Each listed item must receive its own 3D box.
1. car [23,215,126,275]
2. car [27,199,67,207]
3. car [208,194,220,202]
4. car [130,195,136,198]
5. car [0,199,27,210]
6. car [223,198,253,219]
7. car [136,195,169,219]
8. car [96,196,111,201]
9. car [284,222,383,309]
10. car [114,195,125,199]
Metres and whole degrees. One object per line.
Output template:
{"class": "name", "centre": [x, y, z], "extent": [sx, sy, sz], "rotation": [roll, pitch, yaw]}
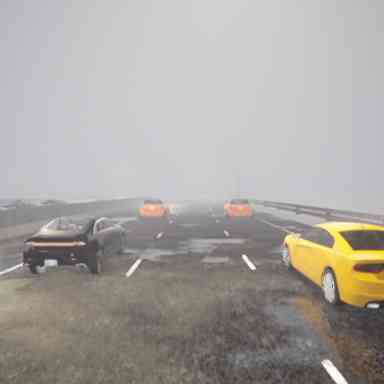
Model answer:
{"class": "car", "centre": [-3.351, 1.470, 10.360], "extent": [2.128, 1.511, 4.902], "rotation": [0, 0, 0]}
{"class": "car", "centre": [-13.750, 1.458, 32.482], "extent": [1.837, 1.490, 4.892], "rotation": [0, 0, 1]}
{"class": "car", "centre": [5.272, 1.328, 76.499], "extent": [2.097, 1.767, 4.553], "rotation": [0, 0, 3]}
{"class": "car", "centre": [-12.404, 1.483, 72.863], "extent": [2.128, 1.511, 4.902], "rotation": [0, 0, 2]}
{"class": "car", "centre": [-17.242, 1.444, 32.859], "extent": [2.128, 1.511, 4.902], "rotation": [0, 0, 1]}
{"class": "car", "centre": [3.871, 1.309, 28.423], "extent": [2.097, 1.767, 4.553], "rotation": [0, 0, 1]}
{"class": "car", "centre": [-3.131, 1.308, 28.387], "extent": [2.097, 1.767, 4.553], "rotation": [0, 0, 1]}
{"class": "car", "centre": [-19.398, 1.498, 73.176], "extent": [2.033, 1.411, 5.357], "rotation": [0, 0, 2]}
{"class": "car", "centre": [3.634, 1.461, 7.942], "extent": [1.882, 1.535, 5.008], "rotation": [0, 0, 0]}
{"class": "car", "centre": [-15.883, 1.480, 73.436], "extent": [1.812, 1.442, 4.674], "rotation": [0, 0, 2]}
